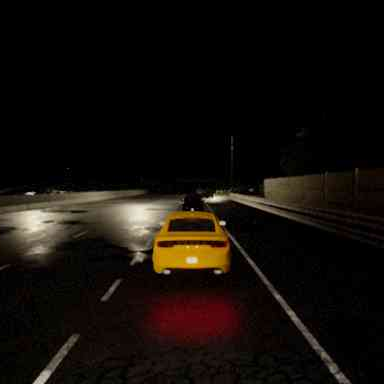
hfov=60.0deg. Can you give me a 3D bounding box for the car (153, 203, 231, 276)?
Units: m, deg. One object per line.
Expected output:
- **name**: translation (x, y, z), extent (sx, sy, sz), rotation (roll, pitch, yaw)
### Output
- **car**: translation (0.005, 1.320, 9.833), extent (1.882, 1.535, 5.008), rotation (0, 1, 0)

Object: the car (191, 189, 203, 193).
- **car**: translation (0.143, 0.785, 44.459), extent (1.882, 1.535, 5.008), rotation (0, 1, 1)

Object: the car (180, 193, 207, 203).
- **car**: translation (0.040, 1.066, 28.034), extent (1.837, 1.490, 4.892), rotation (0, 1, 0)

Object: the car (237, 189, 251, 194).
- **car**: translation (13.172, 0.340, 86.193), extent (1.895, 1.301, 4.718), rotation (1, 2, 21)

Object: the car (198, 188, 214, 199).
- **car**: translation (2.378, 0.270, 60.844), extent (2.150, 2.045, 5.566), rotation (-1, 1, 18)
